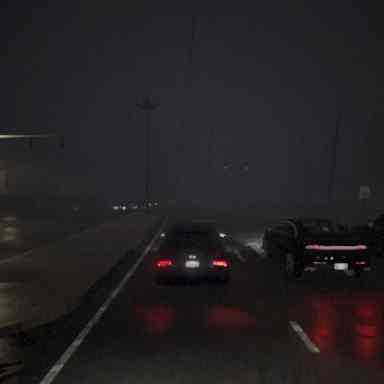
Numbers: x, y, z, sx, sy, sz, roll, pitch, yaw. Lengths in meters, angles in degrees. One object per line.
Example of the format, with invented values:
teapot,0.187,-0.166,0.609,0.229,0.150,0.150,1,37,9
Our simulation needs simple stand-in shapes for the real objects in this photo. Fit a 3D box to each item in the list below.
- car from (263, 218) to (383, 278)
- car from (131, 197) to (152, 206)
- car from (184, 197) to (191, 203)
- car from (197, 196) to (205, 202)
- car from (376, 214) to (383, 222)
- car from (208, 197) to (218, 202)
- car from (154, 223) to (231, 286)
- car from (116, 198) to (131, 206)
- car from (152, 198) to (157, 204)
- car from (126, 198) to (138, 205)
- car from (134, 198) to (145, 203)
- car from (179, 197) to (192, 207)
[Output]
car,3.521,1.552,10.275,2.128,1.511,4.902,0,0,0
car,-9.263,1.698,61.263,2.097,1.767,4.553,0,0,0
car,-1.161,2.037,88.889,2.033,1.411,5.357,0,0,0
car,2.339,1.999,88.966,1.837,1.490,4.892,0,0,0
car,7.016,1.414,10.840,2.097,1.767,4.553,0,0,0
car,5.839,1.976,88.895,1.882,1.535,5.008,0,0,0
car,0.018,1.603,9.626,2.033,1.411,5.357,0,0,0
car,-12.754,1.949,61.595,1.895,1.301,4.718,0,0,1
car,-9.188,1.875,70.310,1.882,1.535,5.008,0,0,0
car,-12.687,1.924,70.722,1.812,1.442,4.674,0,0,0
car,-12.673,2.051,80.660,1.895,1.301,4.718,0,0,0
car,-1.205,1.892,57.997,1.994,1.385,4.181,0,0,0
